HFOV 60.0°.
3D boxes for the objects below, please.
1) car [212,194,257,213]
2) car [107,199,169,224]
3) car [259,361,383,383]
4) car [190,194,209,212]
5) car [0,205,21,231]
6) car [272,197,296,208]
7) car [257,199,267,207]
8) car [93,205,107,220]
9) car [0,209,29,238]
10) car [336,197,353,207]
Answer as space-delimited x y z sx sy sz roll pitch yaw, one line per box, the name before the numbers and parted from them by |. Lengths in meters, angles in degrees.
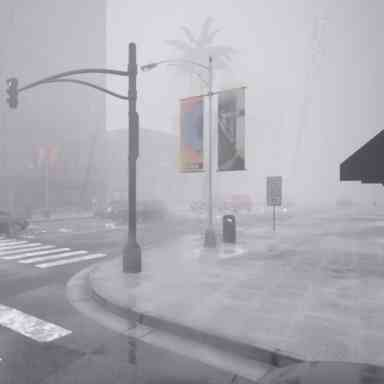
car | 4.920 1.276 37.559 2.150 2.045 5.566 0 0 35
car | -3.783 1.378 25.245 2.097 1.767 4.553 0 0 35
car | 2.166 1.551 1.301 4.403 1.369 2.008 0 0 36
car | 2.028 1.269 39.104 2.150 2.045 5.566 0 0 36
car | -12.768 1.552 18.614 2.033 1.411 5.357 0 0 41
car | 14.008 1.509 50.275 2.097 1.767 4.553 0 0 35
car | 11.318 1.711 52.100 1.895 1.301 4.718 0 0 35
car | -5.979 1.376 27.768 2.097 1.767 4.553 0 0 35
car | -10.077 1.500 15.395 2.128 1.511 4.902 0 0 26
car | 24.754 1.621 54.046 2.128 1.511 4.902 0 0 35
